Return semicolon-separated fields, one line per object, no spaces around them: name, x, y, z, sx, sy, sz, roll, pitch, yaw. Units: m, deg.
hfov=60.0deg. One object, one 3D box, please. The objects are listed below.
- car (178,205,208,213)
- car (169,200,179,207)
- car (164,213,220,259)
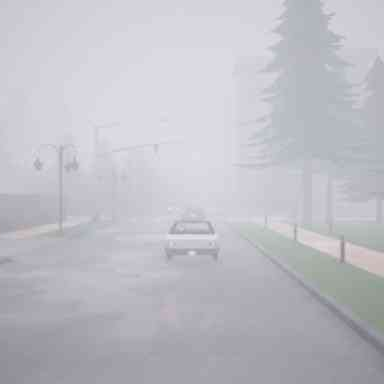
car;0.284;1.874;28.408;1.994;1.385;4.181;0;-1;7
car;-3.569;2.354;67.143;1.895;1.301;4.718;0;-1;1
car;0.014;1.745;13.142;1.895;1.301;4.718;0;-1;0
